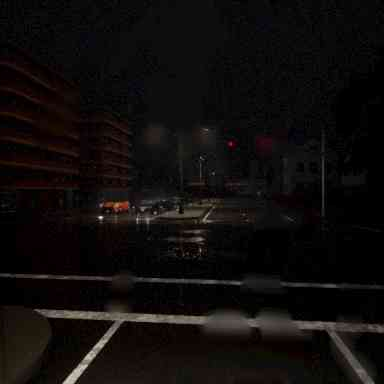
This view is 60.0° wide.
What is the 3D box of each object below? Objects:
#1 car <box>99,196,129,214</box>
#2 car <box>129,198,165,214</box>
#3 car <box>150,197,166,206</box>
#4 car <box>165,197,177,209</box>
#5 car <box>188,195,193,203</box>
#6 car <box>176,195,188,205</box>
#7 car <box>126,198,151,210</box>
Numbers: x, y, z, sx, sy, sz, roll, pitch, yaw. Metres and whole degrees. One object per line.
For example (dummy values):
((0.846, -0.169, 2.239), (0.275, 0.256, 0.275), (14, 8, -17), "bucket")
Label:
((-8.083, 1.352, 34.990), (2.097, 1.767, 4.553), (0, 0, 6), "car")
((-4.569, 1.491, 34.916), (2.128, 1.511, 4.902), (0, 0, 6), "car")
((-5.763, 1.601, 56.975), (1.895, 1.301, 4.718), (0, 0, 6), "car")
((-3.607, 1.601, 44.126), (1.895, 1.301, 4.718), (0, 0, 6), "car")
((-0.857, 1.491, 69.559), (1.837, 1.490, 4.892), (0, 0, 6), "car")
((-2.447, 1.492, 55.066), (2.128, 1.511, 4.902), (0, 0, 6), "car")
((-7.093, 1.545, 44.407), (2.033, 1.411, 5.357), (0, 0, 6), "car")
